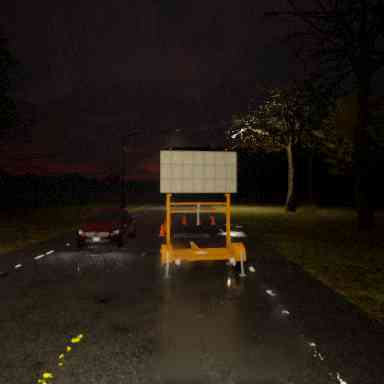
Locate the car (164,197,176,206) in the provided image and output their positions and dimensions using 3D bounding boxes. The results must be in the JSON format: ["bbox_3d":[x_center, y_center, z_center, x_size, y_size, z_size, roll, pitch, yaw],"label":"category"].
[{"bbox_3d":[-3.691,1.595,56.139,2.033,1.411,5.357,0,0,0],"label":"car"}]

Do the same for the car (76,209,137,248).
[{"bbox_3d":[-3.614,1.521,14.852,1.812,1.442,4.674,0,0,0],"label":"car"}]

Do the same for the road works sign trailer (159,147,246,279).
[{"bbox_3d":[0.177,0.460,10.120,2.380,3.560,2.880,0,0,-8],"label":"road works sign trailer"}]
